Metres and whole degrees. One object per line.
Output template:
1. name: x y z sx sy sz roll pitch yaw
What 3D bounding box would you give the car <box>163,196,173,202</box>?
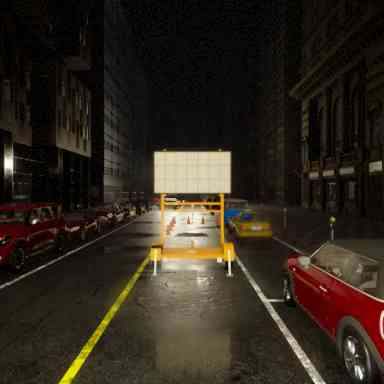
1. car: -5.633 1.576 78.084 1.887 1.381 4.507 0 0 0

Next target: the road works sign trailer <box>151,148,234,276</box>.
1. road works sign trailer: 0.015 0.464 10.305 2.380 3.560 2.880 0 0 0

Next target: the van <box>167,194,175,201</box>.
1. van: -5.614 1.380 89.289 1.690 1.788 3.998 0 0 0

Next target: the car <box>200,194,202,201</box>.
1. car: 2.853 1.456 55.672 1.967 1.590 4.097 0 0 0

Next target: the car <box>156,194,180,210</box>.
1. car: -3.029 1.229 42.606 2.150 2.045 5.566 0 0 0

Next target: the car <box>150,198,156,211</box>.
1. car: -5.700 1.571 38.869 1.947 1.339 4.313 0 0 0

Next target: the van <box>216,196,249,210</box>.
1. van: 2.795 1.341 22.062 1.690 1.788 3.998 0 0 0

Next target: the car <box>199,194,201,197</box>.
1. car: 2.873 1.464 66.875 1.967 1.590 4.097 0 0 0

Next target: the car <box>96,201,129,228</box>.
1. car: -5.730 1.440 22.063 1.967 1.590 4.097 0 0 0

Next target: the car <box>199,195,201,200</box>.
1. car: 2.863 1.586 61.274 1.947 1.339 4.313 0 0 0

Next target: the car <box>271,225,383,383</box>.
1. car: 2.766 1.440 5.256 1.967 1.590 4.097 0 0 0

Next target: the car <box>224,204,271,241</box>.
1. car: 2.786 1.525 16.631 1.752 1.417 4.829 0 0 0

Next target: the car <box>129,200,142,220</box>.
1. car: -5.720 1.552 27.665 2.008 1.369 4.403 0 0 0

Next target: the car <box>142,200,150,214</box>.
1. car: -5.710 1.569 33.267 1.947 1.339 4.313 0 0 0

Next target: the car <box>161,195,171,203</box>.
1. car: -5.643 1.467 72.482 1.967 1.590 4.097 0 0 0

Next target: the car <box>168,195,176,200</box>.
1. car: -5.604 1.588 94.891 1.887 1.381 4.507 0 0 0

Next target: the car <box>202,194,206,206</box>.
1. car: 2.833 1.324 44.469 2.192 1.841 5.009 0 0 0

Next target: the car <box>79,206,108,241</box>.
1. car: -5.739 1.581 16.461 1.802 1.307 4.206 0 0 0

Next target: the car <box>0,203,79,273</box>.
1. car: -5.749 1.314 10.859 2.192 1.841 5.009 0 0 0

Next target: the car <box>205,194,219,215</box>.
1. car: 2.814 1.318 33.265 2.192 1.841 5.009 0 0 0

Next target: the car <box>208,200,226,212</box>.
1. car: 2.825 1.588 38.867 1.802 1.307 4.206 0 0 0

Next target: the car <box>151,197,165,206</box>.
1. car: -5.672 1.560 55.676 1.887 1.381 4.507 0 0 0

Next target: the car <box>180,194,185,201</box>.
1. car: -2.849 1.603 89.566 1.994 1.385 4.181 0 0 0
